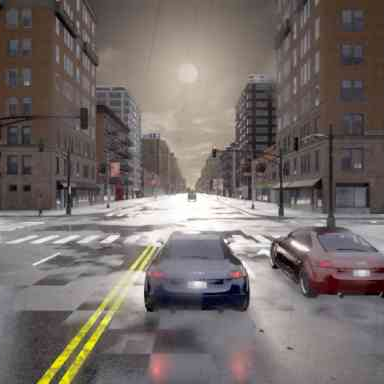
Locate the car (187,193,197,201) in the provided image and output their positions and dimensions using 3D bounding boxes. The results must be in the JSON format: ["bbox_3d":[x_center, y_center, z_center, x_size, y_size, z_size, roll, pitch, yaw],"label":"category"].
[{"bbox_3d":[-0.002,1.212,80.231,2.150,2.045,5.566,0,0,0],"label":"car"}]

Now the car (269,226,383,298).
[{"bbox_3d":[3.337,1.564,8.533,1.994,1.385,4.181,0,0,0],"label":"car"}]

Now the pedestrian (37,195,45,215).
[{"bbox_3d":[-14.143,1.170,31.038,0.375,1.860,0.375,0,0,0],"label":"pedestrian"}]

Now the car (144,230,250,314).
[{"bbox_3d":[0.087,1.564,7.715,1.994,1.385,4.181,0,0,0],"label":"car"}]
